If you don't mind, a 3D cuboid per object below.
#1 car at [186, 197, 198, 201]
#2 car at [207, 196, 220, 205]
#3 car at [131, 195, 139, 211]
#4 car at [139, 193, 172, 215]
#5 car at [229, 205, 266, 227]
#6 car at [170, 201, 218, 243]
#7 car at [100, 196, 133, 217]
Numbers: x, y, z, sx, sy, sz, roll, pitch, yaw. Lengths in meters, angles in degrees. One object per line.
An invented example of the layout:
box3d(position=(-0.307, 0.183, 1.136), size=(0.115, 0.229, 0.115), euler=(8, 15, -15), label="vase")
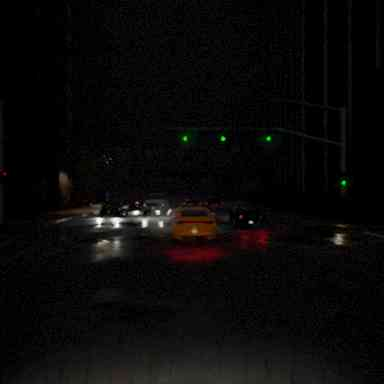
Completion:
box3d(position=(0.004, 1.437, 54.787), size=(1.994, 1.385, 4.181), euler=(0, 0, 0), label="car")
box3d(position=(3.504, 1.379, 54.246), size=(1.837, 1.490, 4.892), euler=(0, 0, 0), label="car")
box3d(position=(-7.035, 1.259, 39.910), size=(2.097, 1.767, 4.553), euler=(0, 0, 1), label="car")
box3d(position=(-3.569, 1.143, 33.677), size=(2.150, 2.045, 5.566), euler=(0, 0, 0), label="car")
box3d(position=(3.602, 1.548, 22.540), size=(1.895, 1.301, 4.718), euler=(0, 0, 0), label="car")
box3d(position=(0.102, 1.440, 16.005), size=(1.882, 1.535, 5.008), euler=(0, 0, 0), label="car")
box3d(position=(-7.084, 1.433, 30.724), size=(1.837, 1.490, 4.892), euler=(0, 0, 0), label="car")
